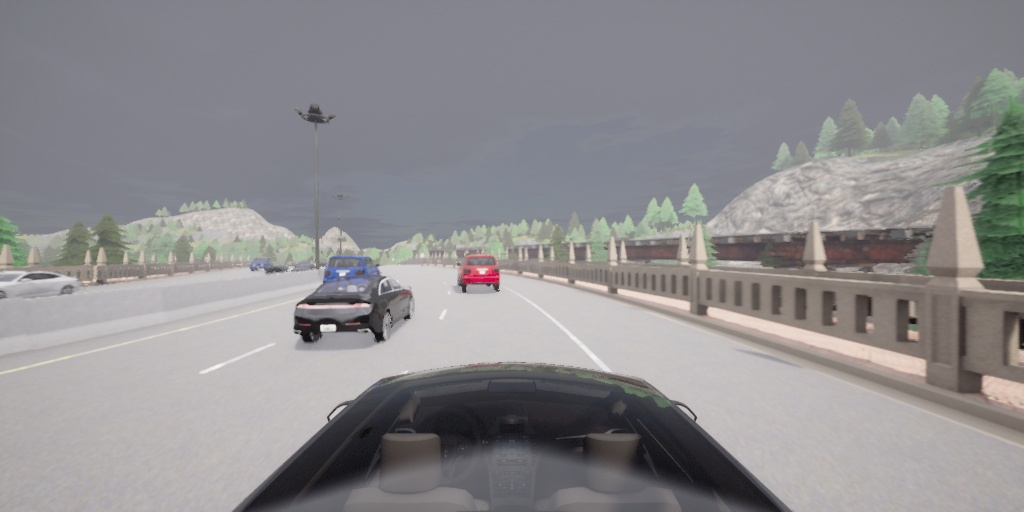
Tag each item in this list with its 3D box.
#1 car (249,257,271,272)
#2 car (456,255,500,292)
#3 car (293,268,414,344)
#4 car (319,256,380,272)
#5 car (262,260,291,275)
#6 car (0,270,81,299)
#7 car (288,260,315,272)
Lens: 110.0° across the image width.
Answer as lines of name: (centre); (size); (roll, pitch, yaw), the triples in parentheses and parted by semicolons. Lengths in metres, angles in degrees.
car: (-36.693, 1.227, 52.619); (2.150, 2.045, 5.566); (-1, 0, -25)
car: (-2.112, 0.968, 21.776); (2.150, 2.045, 5.566); (0, 0, -11)
car: (-3.941, 1.256, 9.715); (2.128, 1.511, 4.902); (0, 0, -5)
car: (-8.986, 1.012, 20.537); (2.150, 2.045, 5.566); (0, 0, -11)
car: (-28.321, 1.541, 43.322); (1.895, 1.301, 4.718); (-1, 0, -26)
car: (-22.649, 1.401, 16.370); (1.812, 1.442, 4.674); (0, 0, -11)
car: (-22.254, 1.452, 38.516); (1.994, 1.385, 4.181); (-1, 0, -24)
